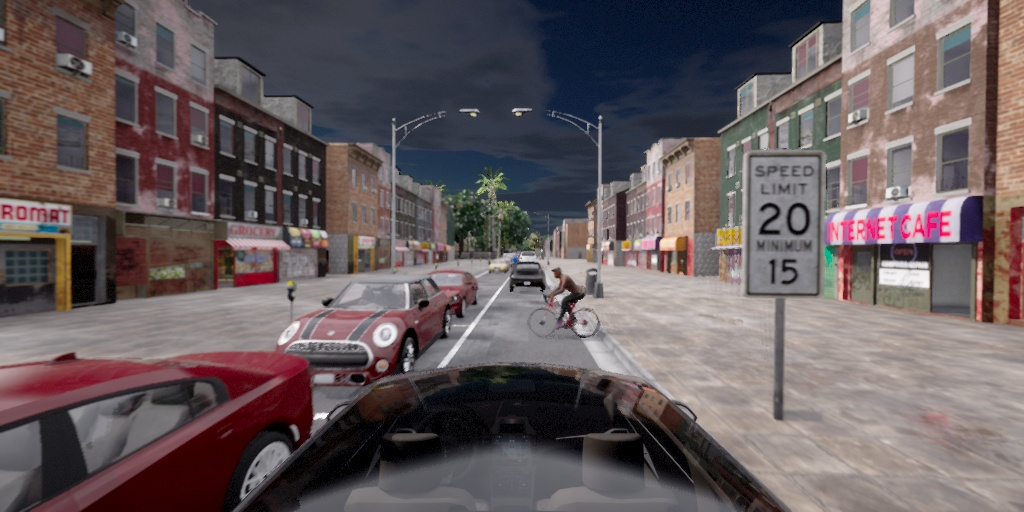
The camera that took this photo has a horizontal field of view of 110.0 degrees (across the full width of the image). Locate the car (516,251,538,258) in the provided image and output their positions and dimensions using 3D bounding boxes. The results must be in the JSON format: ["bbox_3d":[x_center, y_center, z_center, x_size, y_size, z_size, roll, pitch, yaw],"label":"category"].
[{"bbox_3d":[2.019,0.486,44.900,2.150,2.045,5.566,0,-1,3],"label":"car"}]

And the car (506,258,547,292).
[{"bbox_3d":[0.864,1.048,19.783,1.837,1.490,4.892,0,1,3],"label":"car"}]

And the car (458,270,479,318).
[{"bbox_3d":[-2.214,1.157,12.322,1.888,1.381,4.507,0,0,3],"label":"car"}]

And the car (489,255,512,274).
[{"bbox_3d":[-1.226,0.890,33.984,1.751,1.417,4.829,0,0,3],"label":"car"}]

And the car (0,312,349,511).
[{"bbox_3d":[-2.710,1.282,1.405,1.888,1.381,4.507,0,0,3],"label":"car"}]

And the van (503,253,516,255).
[{"bbox_3d":[-0.472,0.543,50.526,1.690,1.789,3.998,0,0,3],"label":"van"}]

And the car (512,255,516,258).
[{"bbox_3d":[-0.721,0.837,45.067,1.802,1.307,4.207,0,0,3],"label":"car"}]

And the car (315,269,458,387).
[{"bbox_3d":[-2.464,1.114,6.863,1.967,1.591,4.097,0,0,3],"label":"car"}]

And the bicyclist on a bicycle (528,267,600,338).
[{"bbox_3d":[1.194,1.080,8.244,1.656,1.620,0.582,0,1,3],"label":"bicyclist on a bicycle"}]
